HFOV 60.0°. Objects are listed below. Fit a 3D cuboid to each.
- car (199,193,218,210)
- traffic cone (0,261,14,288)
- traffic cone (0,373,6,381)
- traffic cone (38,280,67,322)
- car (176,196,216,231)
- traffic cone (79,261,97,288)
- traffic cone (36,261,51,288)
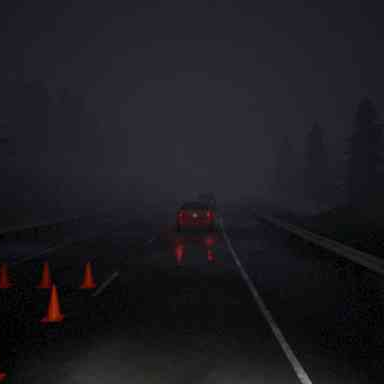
[{"bbox_3d":[1.760,1.157,38.663,2.150,2.045,5.566,0,0,6],"label":"car"},{"bbox_3d":[-4.464,1.949,7.906,0.340,0.580,0.340,0,0,0],"label":"traffic cone"},{"bbox_3d":[-2.445,1.952,3.915,0.340,0.580,0.340,0,0,0],"label":"traffic cone"},{"bbox_3d":[-2.454,1.949,5.915,0.340,0.580,0.340,0,0,0],"label":"traffic cone"},{"bbox_3d":[0.266,1.318,20.422,2.097,1.767,4.553,0,0,3],"label":"car"},{"bbox_3d":[-2.464,1.946,7.915,0.340,0.580,0.340,0,0,0],"label":"traffic cone"},{"bbox_3d":[-3.464,1.947,7.910,0.340,0.580,0.340,0,0,0],"label":"traffic cone"}]
